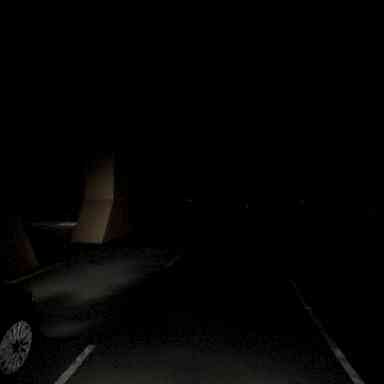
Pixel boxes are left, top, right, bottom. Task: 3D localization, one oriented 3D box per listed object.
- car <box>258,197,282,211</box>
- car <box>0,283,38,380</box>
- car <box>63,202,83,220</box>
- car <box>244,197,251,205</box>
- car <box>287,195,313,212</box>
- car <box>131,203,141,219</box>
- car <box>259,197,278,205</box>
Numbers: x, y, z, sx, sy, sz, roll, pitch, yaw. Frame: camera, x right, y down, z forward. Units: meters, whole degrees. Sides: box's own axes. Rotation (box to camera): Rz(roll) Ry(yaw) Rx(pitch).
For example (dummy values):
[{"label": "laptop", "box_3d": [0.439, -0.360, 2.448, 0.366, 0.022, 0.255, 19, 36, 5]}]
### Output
[{"label": "car", "box_3d": [9.956, 1.599, 42.003, 1.882, 1.535, 5.008, 0, -1, 31]}, {"label": "car", "box_3d": [-3.131, 1.483, 2.647, 2.128, 1.511, 4.902, 0, 0, 4]}, {"label": "car", "box_3d": [-8.660, 1.518, 27.809, 1.837, 1.490, 4.892, 0, 0, 20]}, {"label": "car", "box_3d": [10.579, 1.639, 63.428, 1.882, 1.535, 5.008, 0, 0, 32]}, {"label": "car", "box_3d": [13.242, 1.349, 40.730, 2.150, 2.045, 5.566, 0, -1, 31]}, {"label": "car", "box_3d": [-5.292, 1.590, 26.851, 1.994, 1.385, 4.181, 0, 0, 20]}, {"label": "car", "box_3d": [14.634, 1.675, 63.334, 2.128, 1.511, 4.902, 0, 0, 32]}]
